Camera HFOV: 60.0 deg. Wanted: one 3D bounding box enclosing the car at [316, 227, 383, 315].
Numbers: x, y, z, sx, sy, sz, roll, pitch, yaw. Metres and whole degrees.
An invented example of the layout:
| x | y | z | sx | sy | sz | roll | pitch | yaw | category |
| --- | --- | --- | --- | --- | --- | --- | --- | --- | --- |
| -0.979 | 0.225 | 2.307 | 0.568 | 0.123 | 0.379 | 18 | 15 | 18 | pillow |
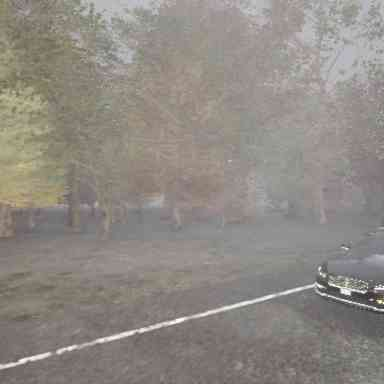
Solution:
| x | y | z | sx | sy | sz | roll | pitch | yaw | category |
| --- | --- | --- | --- | --- | --- | --- | --- | --- | --- |
| 4.740 | 1.554 | 7.377 | 4.892 | 1.490 | 1.837 | 0 | 0 | -35 | car |
